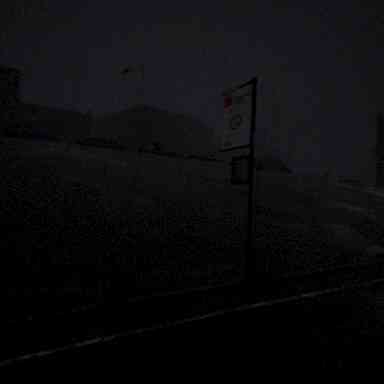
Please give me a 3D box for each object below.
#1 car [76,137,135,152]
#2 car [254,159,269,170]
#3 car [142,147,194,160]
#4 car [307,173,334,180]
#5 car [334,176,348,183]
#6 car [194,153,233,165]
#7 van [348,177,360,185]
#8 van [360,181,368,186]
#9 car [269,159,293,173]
[{"bbox_3d":[-6.940,-3.561,27.072,4.792,1.488,2.163,3,-1,-36],"label":"car"},{"bbox_3d":[6.005,-3.003,37.409,4.553,1.767,2.185,3,-2,-40],"label":"car"},{"bbox_3d":[-2.556,-3.320,30.418,4.674,1.452,2.002,3,-1,-37],"label":"car"},{"bbox_3d":[18.309,-1.960,48.585,4.674,1.452,2.002,5,-2,-44],"label":"car"},{"bbox_3d":[22.251,-1.626,52.467,4.674,1.452,2.002,5,-3,-45],"label":"car"},{"bbox_3d":[1.679,-3.131,33.797,4.892,1.521,2.231,3,-1,-39],"label":"car"},{"bbox_3d":[26.238,-1.528,56.508,1.878,1.987,4.442,1,-3,45],"label":"van"},{"bbox_3d":[30.016,-1.152,60.541,1.878,1.987,4.442,1,-3,43],"label":"van"},{"bbox_3d":[10.245,-2.855,41.083,5.566,2.045,2.435,4,-2,-41],"label":"car"}]
